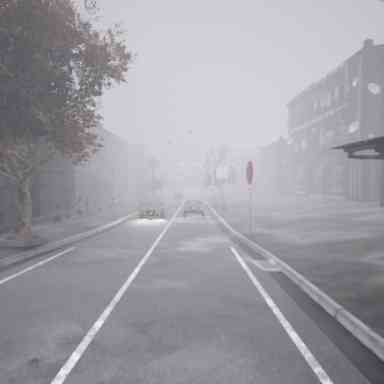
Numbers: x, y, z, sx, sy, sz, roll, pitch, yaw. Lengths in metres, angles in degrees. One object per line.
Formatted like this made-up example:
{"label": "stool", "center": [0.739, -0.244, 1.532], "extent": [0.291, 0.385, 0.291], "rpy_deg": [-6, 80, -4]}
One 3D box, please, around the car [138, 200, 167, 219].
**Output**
{"label": "car", "center": [-3.097, 1.382, 27.025], "extent": [1.994, 1.385, 4.181], "rpy_deg": [0, 1, 1]}

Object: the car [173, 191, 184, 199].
{"label": "car", "center": [-2.671, 0.604, 68.240], "extent": [2.097, 1.767, 4.553], "rpy_deg": [0, 1, 0]}

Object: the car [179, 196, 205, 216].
{"label": "car", "center": [0.162, 1.333, 29.554], "extent": [2.033, 1.411, 5.357], "rpy_deg": [0, 1, 0]}
